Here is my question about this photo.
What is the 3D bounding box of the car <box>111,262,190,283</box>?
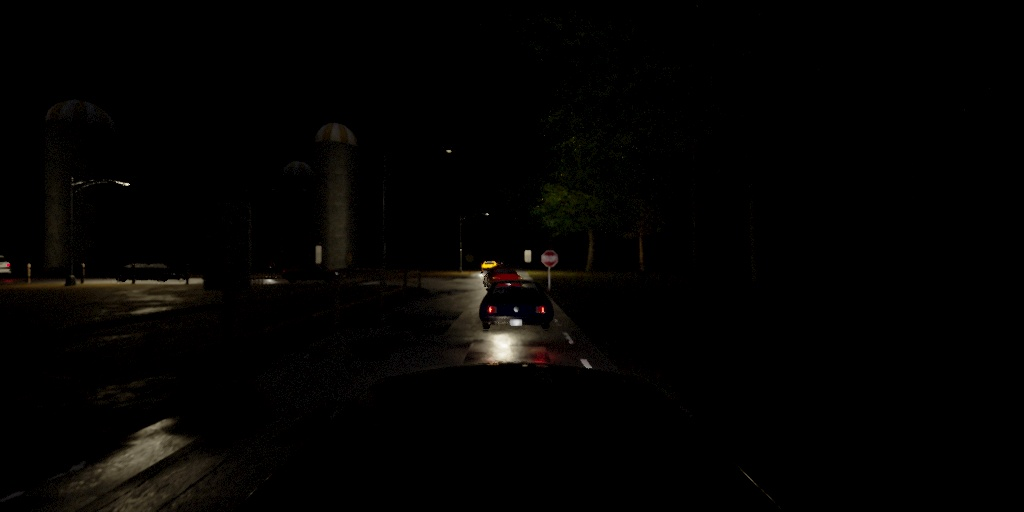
[{"bbox_3d":[-28.141,1.248,28.030,5.008,1.535,1.882,0,0,0],"label":"car"}]

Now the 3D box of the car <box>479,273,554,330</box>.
[{"bbox_3d":[0.108,1.377,11.168,1.895,1.301,4.718,0,0,0],"label":"car"}]

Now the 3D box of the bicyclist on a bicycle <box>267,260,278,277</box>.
[{"bbox_3d":[-22.726,1.243,34.045,0.582,1.620,1.656,0,0,0],"label":"bicyclist on a bicycle"}]

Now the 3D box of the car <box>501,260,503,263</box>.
[{"bbox_3d":[-2.805,1.515,57.562,2.128,1.511,4.902,0,0,0],"label":"car"}]

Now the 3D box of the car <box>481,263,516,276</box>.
[{"bbox_3d":[-0.667,1.340,22.002,1.812,1.442,4.674,0,0,-11],"label":"car"}]

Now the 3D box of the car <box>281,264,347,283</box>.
[{"bbox_3d":[-15.488,1.327,28.164,4.674,1.442,1.812,0,0,-2],"label":"car"}]

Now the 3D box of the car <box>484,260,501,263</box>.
[{"bbox_3d":[-2.826,1.409,45.629,1.882,1.535,5.008,0,0,0],"label":"car"}]

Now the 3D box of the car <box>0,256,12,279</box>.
[{"bbox_3d":[-46.788,0.964,30.789,5.566,2.045,2.150,0,0,0],"label":"car"}]
